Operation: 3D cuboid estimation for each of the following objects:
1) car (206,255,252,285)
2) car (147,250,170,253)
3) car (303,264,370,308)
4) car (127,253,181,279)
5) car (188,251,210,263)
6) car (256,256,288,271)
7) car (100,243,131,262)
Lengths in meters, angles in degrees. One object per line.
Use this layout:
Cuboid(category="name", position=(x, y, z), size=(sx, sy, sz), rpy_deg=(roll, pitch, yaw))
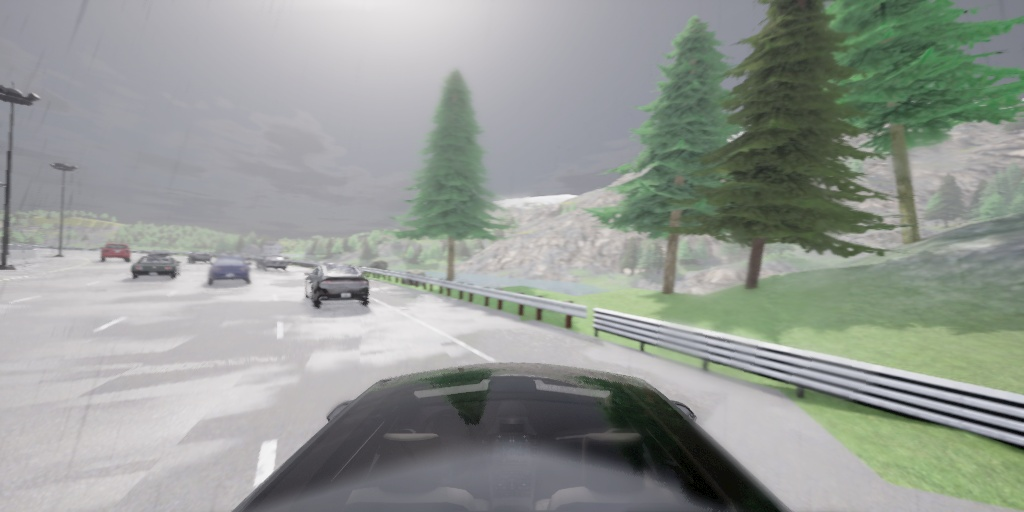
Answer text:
Cuboid(category="car", position=(-16.230, 0.810, 20.707), size=(1.812, 1.442, 4.674), rpy_deg=(3, -1, -38))
Cuboid(category="car", position=(-41.420, 0.008, 42.168), size=(4.892, 1.490, 1.837), rpy_deg=(2, -1, 41))
Cuboid(category="car", position=(-6.955, 1.075, 14.129), size=(2.128, 1.511, 4.902), rpy_deg=(3, -1, -34))
Cuboid(category="car", position=(-21.788, 0.687, 22.112), size=(1.895, 1.301, 4.718), rpy_deg=(3, -1, -40))
Cuboid(category="car", position=(-38.420, 0.122, 44.146), size=(4.902, 1.511, 2.128), rpy_deg=(2, -1, 41))
Cuboid(category="car", position=(-23.288, 0.674, 34.758), size=(2.033, 1.411, 5.357), rpy_deg=(3, -1, -44))
Cuboid(category="car", position=(-44.891, -0.417, 40.640), size=(5.566, 2.045, 2.150), rpy_deg=(2, -1, 40))
